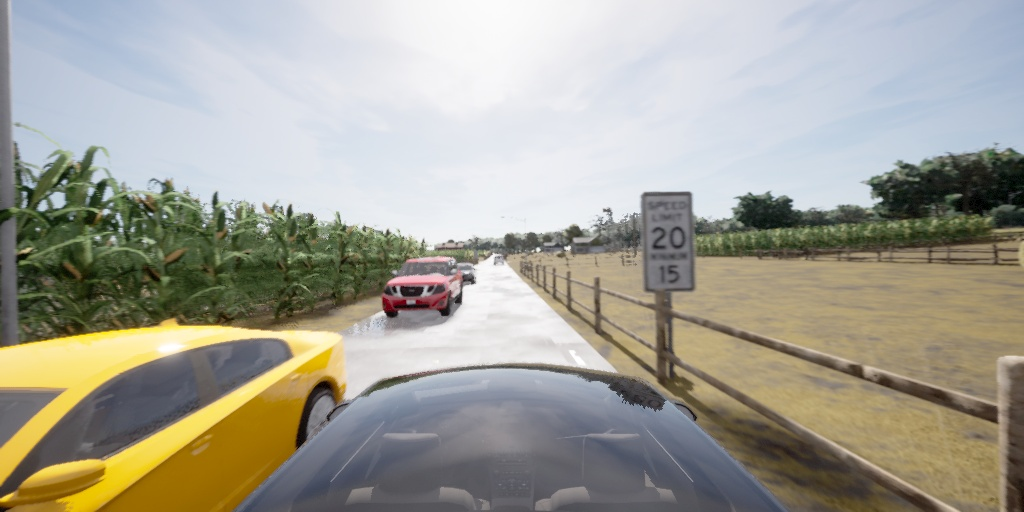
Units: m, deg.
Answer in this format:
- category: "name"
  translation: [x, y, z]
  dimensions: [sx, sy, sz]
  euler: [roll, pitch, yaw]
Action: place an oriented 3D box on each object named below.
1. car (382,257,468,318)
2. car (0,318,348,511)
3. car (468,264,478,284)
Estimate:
- category: "car"
  translation: [-3.240, 1.071, 14.108]
  dimensions: [2.150, 2.045, 5.566]
  euler: [-1, 1, -1]
- category: "car"
  translation: [-2.821, 1.289, 2.151]
  dimensions: [1.882, 1.535, 5.008]
  euler: [-1, 0, -1]
- category: "car"
  translation: [-3.766, 1.377, 28.282]
  dimensions: [1.837, 1.490, 4.892]
  euler: [-1, 0, -2]
